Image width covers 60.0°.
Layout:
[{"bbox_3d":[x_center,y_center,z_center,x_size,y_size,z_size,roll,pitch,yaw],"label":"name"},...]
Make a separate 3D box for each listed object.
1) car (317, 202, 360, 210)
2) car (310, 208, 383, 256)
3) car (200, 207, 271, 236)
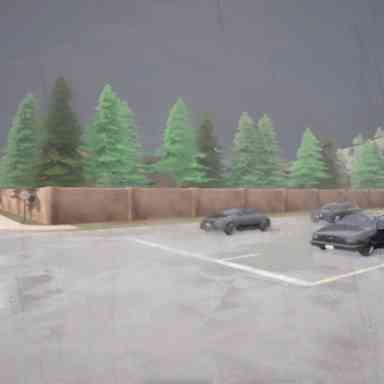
[{"bbox_3d":[10.715,1.514,24.520,4.892,1.490,1.837,0,0,-35],"label":"car"},{"bbox_3d":[7.030,1.553,13.301,5.357,1.411,2.033,0,0,-35],"label":"car"},{"bbox_3d":[2.501,1.569,18.665,4.181,1.385,1.994,0,0,-35],"label":"car"}]
